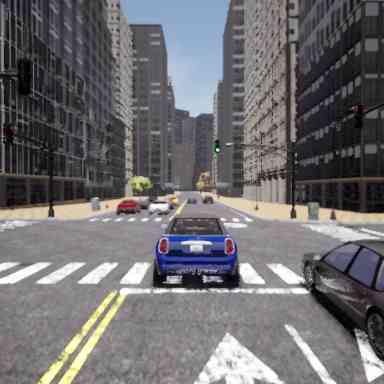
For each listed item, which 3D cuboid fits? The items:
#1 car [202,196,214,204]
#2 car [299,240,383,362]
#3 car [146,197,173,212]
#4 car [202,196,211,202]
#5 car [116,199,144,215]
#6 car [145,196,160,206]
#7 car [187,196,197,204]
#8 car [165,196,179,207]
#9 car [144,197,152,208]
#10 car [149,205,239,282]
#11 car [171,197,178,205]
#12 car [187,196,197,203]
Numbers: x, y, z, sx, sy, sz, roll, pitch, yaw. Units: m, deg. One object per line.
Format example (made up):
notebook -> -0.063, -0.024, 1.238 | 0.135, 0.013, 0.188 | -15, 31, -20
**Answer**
car -> 3.255, 1.560, 65.393 | 1.837, 1.490, 4.892 | 0, 0, 0
car -> 3.441, 1.555, 5.750 | 2.033, 1.411, 5.357 | 0, 0, 3
car -> -3.339, 1.563, 34.727 | 1.812, 1.442, 4.674 | 0, 0, 0
car -> 3.256, 1.653, 75.415 | 1.895, 1.301, 4.718 | 0, 0, 0
car -> -6.588, 1.515, 34.971 | 1.882, 1.535, 5.008 | 0, 0, 0
car -> -6.497, 1.528, 55.268 | 1.882, 1.535, 5.008 | 0, 0, 0
car -> 0.004, 1.546, 64.753 | 2.128, 1.511, 4.902 | 0, 0, 0
car -> -3.247, 1.528, 54.634 | 1.882, 1.535, 5.008 | 0, 0, 0
car -> -6.573, 1.592, 44.898 | 2.033, 1.411, 5.357 | 0, 0, 0
car -> 0.108, 1.408, 10.019 | 2.097, 1.767, 4.553 | 0, -1, 0
car -> -3.324, 1.592, 44.418 | 2.033, 1.411, 5.357 | 0, 0, 0
car -> 0.005, 1.597, 74.972 | 2.033, 1.411, 5.357 | 0, 0, 0
